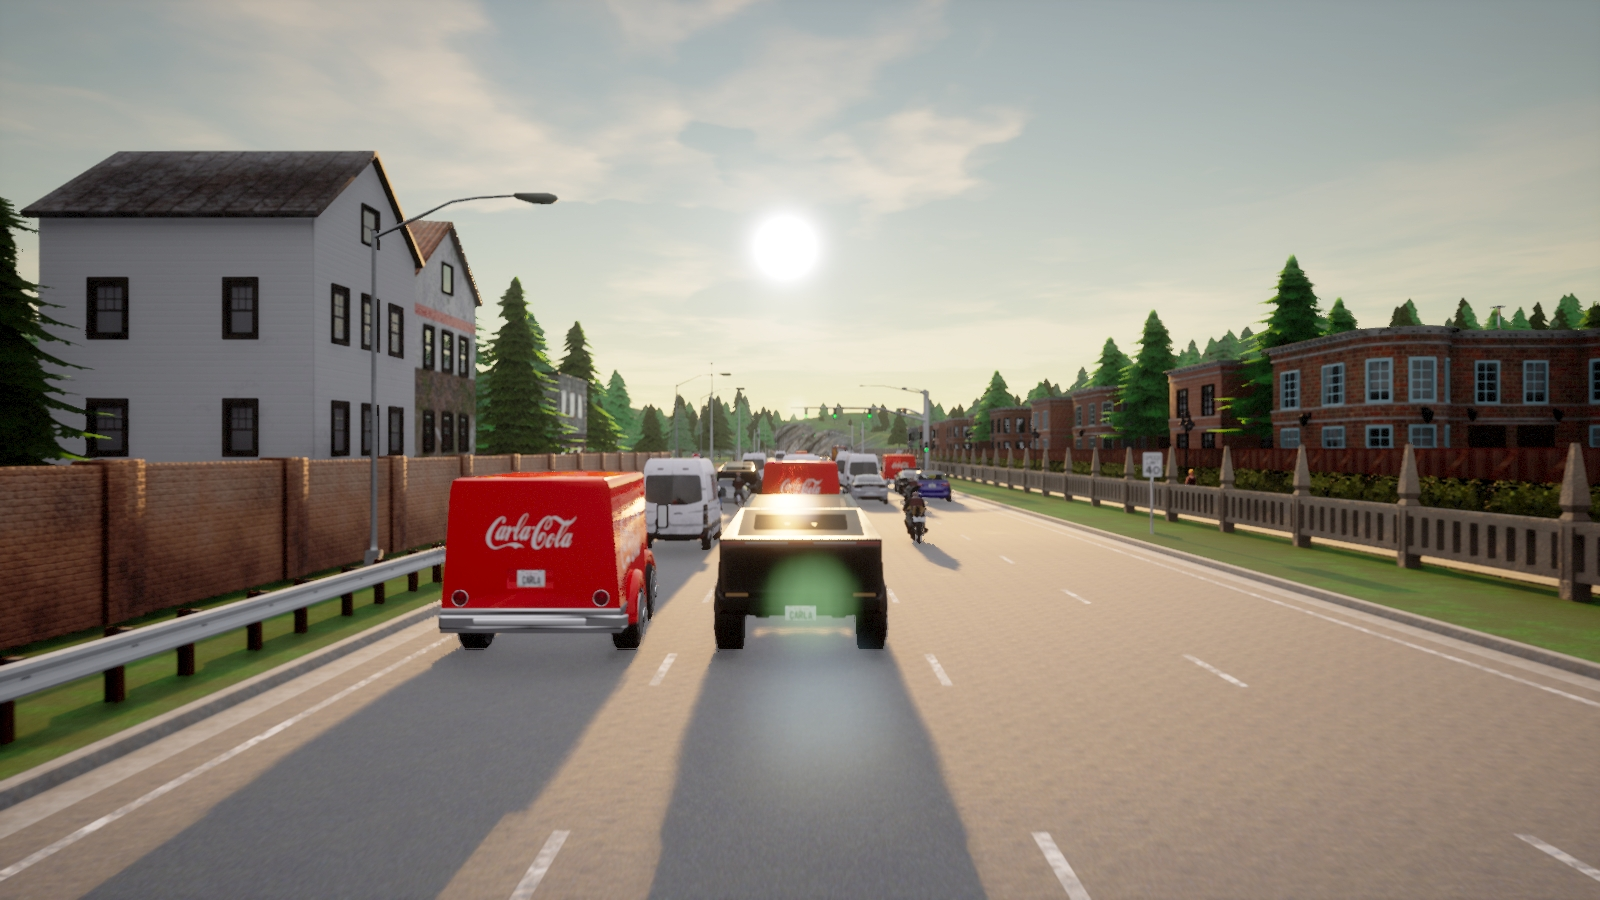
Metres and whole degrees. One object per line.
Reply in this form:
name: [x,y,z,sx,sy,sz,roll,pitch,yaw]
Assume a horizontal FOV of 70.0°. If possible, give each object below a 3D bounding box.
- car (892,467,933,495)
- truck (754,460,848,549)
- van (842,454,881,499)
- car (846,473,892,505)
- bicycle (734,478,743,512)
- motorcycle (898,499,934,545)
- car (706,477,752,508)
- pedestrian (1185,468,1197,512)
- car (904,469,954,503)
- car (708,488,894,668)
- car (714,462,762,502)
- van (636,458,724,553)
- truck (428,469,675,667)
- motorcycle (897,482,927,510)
car: [7.075,1.957,72.610,2.097,1.638,5.238,0,0,0]
truck: [0.033,1.546,34.491,2.627,2.467,5.204,0,-1,0]
van: [3.608,1.512,68.093,1.988,2.561,5.915,0,0,0]
car: [3.563,2.014,60.023,2.097,1.535,5.006,0,0,0]
bicycle: [-2.823,2.042,52.065,0.329,1.471,1.835,0,0,-5]
motorcycle: [3.545,2.193,35.021,0.867,1.251,2.209,0,0,0]
car: [-3.497,2.099,57.058,1.994,1.385,4.181,0,0,0]
pedestrian: [16.451,1.685,48.036,0.375,1.860,0.375,0,0,0]
car: [7.062,1.948,63.010,2.242,1.667,4.611,0,0,0]
car: [0.013,1.747,17.808,2.390,2.098,6.274,0,0,0]
car: [-3.434,1.731,64.600,2.390,2.098,6.274,0,0,0]
van: [-3.471,1.522,34.079,1.988,2.561,5.915,0,0,0]
truck: [-3.483,1.560,17.310,2.627,2.467,5.204,0,0,0]
motorcycle: [5.349,2.186,54.488,0.867,1.251,2.209,0,0,-10]
